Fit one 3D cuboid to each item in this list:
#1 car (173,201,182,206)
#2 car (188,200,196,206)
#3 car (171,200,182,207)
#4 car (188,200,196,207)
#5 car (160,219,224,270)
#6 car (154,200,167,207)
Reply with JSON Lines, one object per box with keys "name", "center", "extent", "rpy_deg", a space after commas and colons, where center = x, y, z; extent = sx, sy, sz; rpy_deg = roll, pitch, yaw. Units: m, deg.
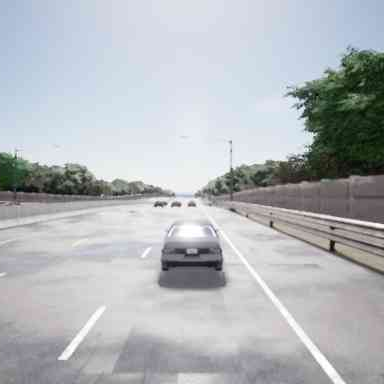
{"name": "car", "center": [-3.501, 2.788, 81.127], "extent": [1.994, 1.385, 4.181], "rpy_deg": [0, -2, 0]}
{"name": "car", "center": [-0.001, 2.735, 81.129], "extent": [1.837, 1.490, 4.892], "rpy_deg": [0, -2, 0]}
{"name": "car", "center": [-3.501, 2.550, 71.120], "extent": [1.812, 1.442, 4.674], "rpy_deg": [0, -2, 0]}
{"name": "car", "center": [-0.001, 2.622, 71.148], "extent": [1.895, 1.301, 4.718], "rpy_deg": [0, -2, 0]}
{"name": "car", "center": [-0.001, 1.603, 11.141], "extent": [2.033, 1.411, 5.357], "rpy_deg": [0, 0, 0]}
{"name": "car", "center": [-7.001, 2.511, 70.705], "extent": [1.837, 1.490, 4.892], "rpy_deg": [0, -2, 0]}
